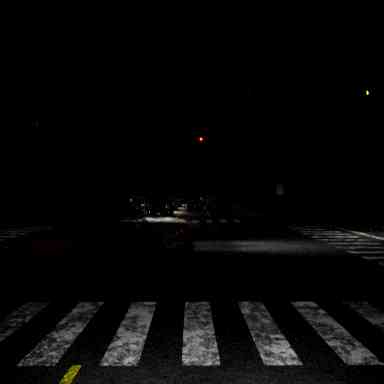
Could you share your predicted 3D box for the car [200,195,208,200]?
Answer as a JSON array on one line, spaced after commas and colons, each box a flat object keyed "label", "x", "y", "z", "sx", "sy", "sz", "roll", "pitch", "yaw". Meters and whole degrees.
[{"label": "car", "x": 3.226, "y": 1.558, "z": 90.013, "sx": 1.947, "sy": 1.339, "sz": 4.313, "roll": 0, "pitch": 0, "yaw": 0}]

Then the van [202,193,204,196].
[{"label": "van", "x": 3.013, "y": 1.344, "z": 55.998, "sx": 1.690, "sy": 1.788, "sz": 3.998, "roll": 0, "pitch": 0, "yaw": 0}]

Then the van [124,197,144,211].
[{"label": "van", "x": -5.654, "y": 1.343, "z": 33.372, "sx": 1.690, "sy": 1.788, "sz": 3.998, "roll": 0, "pitch": 0, "yaw": 0}]

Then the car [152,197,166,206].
[{"label": "car", "x": -5.512, "y": 1.569, "z": 56.045, "sx": 1.947, "sy": 1.339, "sz": 4.313, "roll": 0, "pitch": 0, "yaw": 0}]

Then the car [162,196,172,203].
[{"label": "car", "x": -5.406, "y": 1.544, "z": 73.049, "sx": 1.887, "sy": 1.381, "sz": 4.507, "roll": 0, "pitch": 0, "yaw": 0}]

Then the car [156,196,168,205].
[{"label": "car", "x": -5.478, "y": 1.527, "z": 61.543, "sx": 1.752, "sy": 1.417, "sz": 4.829, "roll": 0, "pitch": 0, "yaw": 0}]

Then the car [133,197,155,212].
[{"label": "car", "x": -5.619, "y": 1.443, "z": 39.041, "sx": 1.967, "sy": 1.590, "sz": 4.097, "roll": 0, "pitch": 0, "yaw": 0}]

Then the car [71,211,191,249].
[{"label": "car", "x": -2.391, "y": 1.600, "z": 13.878, "sx": 4.718, "sy": 1.301, "sz": 1.895, "roll": 0, "pitch": 0, "yaw": 0}]

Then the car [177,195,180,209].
[{"label": "car", "x": -2.840, "y": 1.481, "z": 42.009, "sx": 1.882, "sy": 1.535, "sz": 5.008, "roll": 0, "pitch": 0, "yaw": 1}]

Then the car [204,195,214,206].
[{"label": "car", "x": 2.942, "y": 1.443, "z": 44.659, "sx": 1.967, "sy": 1.590, "sz": 4.097, "roll": 0, "pitch": 0, "yaw": 0}]

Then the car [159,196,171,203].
[{"label": "car", "x": -5.441, "y": 1.567, "z": 67.382, "sx": 1.947, "sy": 1.339, "sz": 4.313, "roll": 0, "pitch": 0, "yaw": 0}]

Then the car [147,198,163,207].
[{"label": "car", "x": -5.548, "y": 1.585, "z": 50.377, "sx": 1.802, "sy": 1.307, "sz": 4.206, "roll": 0, "pitch": 0, "yaw": 0}]

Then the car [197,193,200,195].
[{"label": "car", "x": 0.461, "y": 1.553, "z": 73.004, "sx": 1.994, "sy": 1.385, "sz": 4.181, "roll": 0, "pitch": 0, "yaw": 0}]

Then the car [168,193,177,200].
[{"label": "car", "x": -5.299, "y": 1.307, "z": 90.055, "sx": 2.192, "sy": 1.841, "sz": 5.009, "roll": 0, "pitch": 0, "yaw": 0}]

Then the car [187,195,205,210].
[{"label": "car", "x": 0.375, "y": 1.528, "z": 42.808, "sx": 1.812, "sy": 1.442, "sz": 4.674, "roll": 0, "pitch": 0, "yaw": 0}]

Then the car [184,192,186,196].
[{"label": "car", "x": -2.666, "y": 1.354, "z": 62.362, "sx": 2.097, "sy": 1.767, "sz": 4.553, "roll": 0, "pitch": 0, "yaw": 1}]

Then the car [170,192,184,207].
[{"label": "car", "x": -2.772, "y": 1.225, "z": 52.136, "sx": 2.150, "sy": 2.045, "sz": 5.566, "roll": 0, "pitch": 0, "yaw": 1}]

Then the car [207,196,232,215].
[{"label": "car", "x": 2.871, "y": 1.442, "z": 33.321, "sx": 1.967, "sy": 1.590, "sz": 4.097, "roll": 0, "pitch": 0, "yaw": 0}]

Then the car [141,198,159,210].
[{"label": "car", "x": -5.583, "y": 1.569, "z": 44.709, "sx": 1.947, "sy": 1.339, "sz": 4.313, "roll": 0, "pitch": 0, "yaw": 0}]

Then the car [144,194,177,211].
[{"label": "car", "x": -2.944, "y": 1.354, "z": 32.071, "sx": 2.097, "sy": 1.767, "sz": 4.553, "roll": 0, "pitch": 0, "yaw": 2}]
